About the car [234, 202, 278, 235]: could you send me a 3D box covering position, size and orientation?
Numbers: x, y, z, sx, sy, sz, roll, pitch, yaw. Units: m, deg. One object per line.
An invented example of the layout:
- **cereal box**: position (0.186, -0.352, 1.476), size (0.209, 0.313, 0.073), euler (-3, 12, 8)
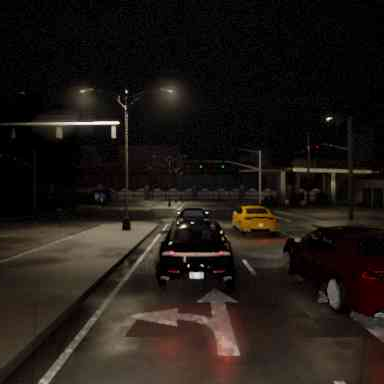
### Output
- **car**: position (3.592, 1.580, 19.800), size (1.882, 1.535, 5.008), euler (0, 0, 0)

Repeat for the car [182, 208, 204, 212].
- **car**: position (0.059, 1.669, 20.140), size (1.994, 1.385, 4.181), euler (0, 0, 0)

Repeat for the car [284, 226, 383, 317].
- **car**: position (3.589, 1.515, 7.661), size (1.882, 1.535, 5.008), euler (0, 0, 0)

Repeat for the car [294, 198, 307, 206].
- **car**: position (18.904, 1.751, 57.237), size (1.970, 1.475, 3.806), euler (0, 0, 0)

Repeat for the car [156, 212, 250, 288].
- **car**: position (0.091, 1.542, 9.382), size (2.128, 1.511, 4.902), euler (0, 0, 0)

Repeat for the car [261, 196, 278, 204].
- **car**: position (13.160, 1.586, 56.470), size (2.242, 1.667, 4.611), euler (0, 0, 0)
